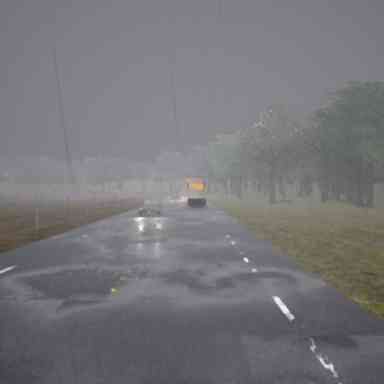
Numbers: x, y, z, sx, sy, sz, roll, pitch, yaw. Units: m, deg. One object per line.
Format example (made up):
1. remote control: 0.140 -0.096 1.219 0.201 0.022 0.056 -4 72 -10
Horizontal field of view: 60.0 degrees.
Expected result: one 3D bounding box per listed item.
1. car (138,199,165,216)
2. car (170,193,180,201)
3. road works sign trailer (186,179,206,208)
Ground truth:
1. car: -3.598 1.363 30.037 1.812 1.442 4.674 0 0 0
2. car: -3.507 1.060 70.657 1.837 1.490 4.892 0 0 0
3. road works sign trailer: 0.529 0.705 40.404 2.380 3.560 2.880 0 45 4
